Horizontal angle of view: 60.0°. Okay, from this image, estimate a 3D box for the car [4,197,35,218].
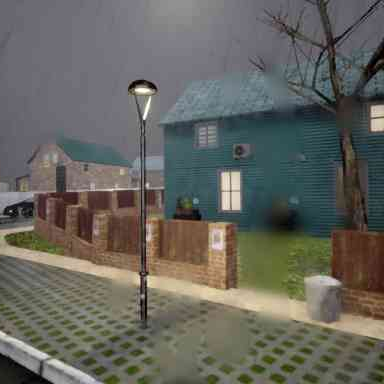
[{"bbox_3d":[-11.012,1.034,23.720,1.994,1.385,4.181,-1,1,29],"label":"car"}]
